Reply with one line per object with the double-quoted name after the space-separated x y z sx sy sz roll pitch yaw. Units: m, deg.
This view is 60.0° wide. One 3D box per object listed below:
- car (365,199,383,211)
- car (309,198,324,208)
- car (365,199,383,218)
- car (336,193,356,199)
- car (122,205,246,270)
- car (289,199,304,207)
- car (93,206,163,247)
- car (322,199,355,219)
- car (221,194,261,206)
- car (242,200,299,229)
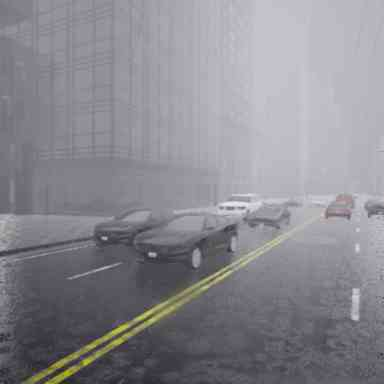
22.515 1.552 41.078 1.994 1.385 4.181 0 0 27 "car"
17.301 1.509 45.271 1.812 1.442 4.674 0 0 27 "car"
16.750 1.499 29.661 1.837 1.490 4.892 0 0 28 "car"
19.785 1.193 42.756 2.150 2.045 5.566 0 1 27 "car"
0.054 1.440 11.300 1.882 1.535 5.008 0 0 27 "car"
14.386 1.583 46.708 1.895 1.301 4.718 0 0 27 "car"
-2.059 1.418 14.325 1.882 1.535 5.008 0 0 27 "car"
12.652 1.539 28.614 1.994 1.385 4.181 0 0 27 "car"
3.955 1.158 26.210 2.150 2.045 5.566 0 0 27 "car"
5.216 1.505 21.518 2.033 1.411 5.357 0 0 27 "car"
